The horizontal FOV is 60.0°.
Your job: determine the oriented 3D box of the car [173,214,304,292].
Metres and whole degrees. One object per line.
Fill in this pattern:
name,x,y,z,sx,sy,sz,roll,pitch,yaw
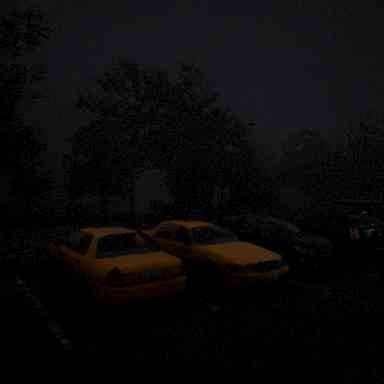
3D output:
car,0.196,1.493,9.358,1.946,1.575,5.366,0,0,-35

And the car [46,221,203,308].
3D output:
car,-2.179,1.484,8.119,1.946,1.575,5.366,0,0,-35

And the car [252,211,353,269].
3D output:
car,2.338,1.513,11.121,2.231,1.521,4.892,0,0,-35

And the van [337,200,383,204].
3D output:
van,9.192,1.362,15.859,1.878,1.987,4.442,1,0,-35

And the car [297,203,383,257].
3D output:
car,4.624,1.409,12.705,2.185,1.767,4.553,1,0,-35
